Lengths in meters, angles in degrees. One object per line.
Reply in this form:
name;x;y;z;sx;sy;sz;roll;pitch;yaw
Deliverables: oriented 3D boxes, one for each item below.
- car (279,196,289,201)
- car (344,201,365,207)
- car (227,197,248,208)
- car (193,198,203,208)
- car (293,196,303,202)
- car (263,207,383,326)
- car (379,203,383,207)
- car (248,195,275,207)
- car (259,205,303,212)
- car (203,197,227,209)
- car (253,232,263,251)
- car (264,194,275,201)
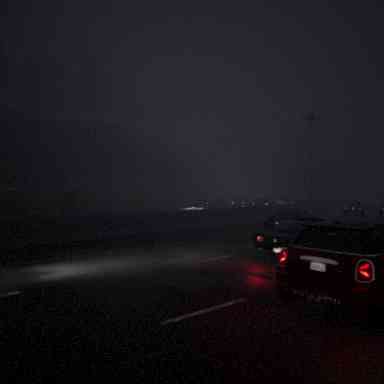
car;23.274;1.688;84.303;1.994;1.385;4.181;0;0;23
car;16.769;1.656;34.357;2.033;1.411;5.357;0;0;28
car;6.975;1.500;46.512;2.097;1.767;4.553;0;0;25
car;1.770;1.670;51.956;1.837;1.490;4.892;0;0;23
car;26.155;1.756;82.137;1.895;1.301;4.718;0;0;23
car;3.895;1.376;7.403;4.553;1.767;2.097;0;0;-41
car;16.355;1.577;27.053;2.128;1.511;4.902;0;0;34
car;9.284;1.490;43.202;2.097;1.767;4.553;0;0;25
car;5.807;1.625;19.050;1.994;1.385;4.181;0;0;42
car;3.758;1.505;47.884;2.097;1.767;4.553;0;0;25
car;4.395;1.641;12.468;4.718;1.301;1.895;0;0;-44
car;20.066;1.496;85.704;2.097;1.767;4.553;0;0;23
